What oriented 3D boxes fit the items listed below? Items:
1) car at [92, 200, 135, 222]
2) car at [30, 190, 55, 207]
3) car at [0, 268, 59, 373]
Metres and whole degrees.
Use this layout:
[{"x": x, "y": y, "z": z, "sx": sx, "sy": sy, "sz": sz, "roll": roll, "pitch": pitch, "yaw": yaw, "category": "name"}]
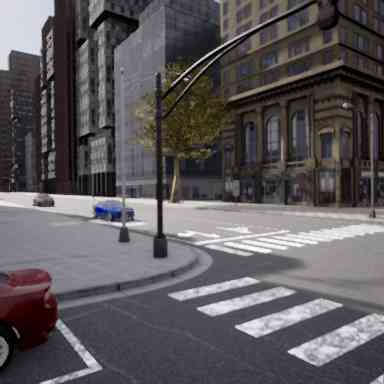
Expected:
[{"x": -6.170, "y": 1.363, "z": 25.764, "sx": 1.882, "sy": 1.535, "sz": 5.008, "roll": -1, "pitch": 1, "yaw": -36, "category": "car"}, {"x": -20.037, "y": 1.047, "z": 44.955, "sx": 2.097, "sy": 1.767, "sz": 4.553, "roll": -1, "pitch": 1, "yaw": -35, "category": "car"}, {"x": -3.962, "y": 1.544, "z": 3.814, "sx": 4.507, "sy": 1.381, "sz": 1.887, "roll": 0, "pitch": -1, "yaw": -36, "category": "car"}]
